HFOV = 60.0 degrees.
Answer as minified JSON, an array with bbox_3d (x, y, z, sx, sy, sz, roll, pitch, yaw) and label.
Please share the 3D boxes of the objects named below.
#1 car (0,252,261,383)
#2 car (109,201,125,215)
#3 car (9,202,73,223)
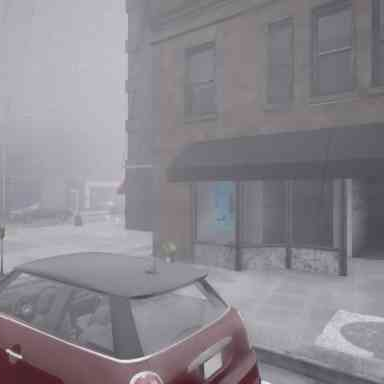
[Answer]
[{"bbox_3d":[-1.405,1.440,3.851,4.097,1.590,1.967,0,0,36],"label":"car"},{"bbox_3d":[-6.140,1.555,32.803,1.994,1.385,4.181,0,0,35],"label":"car"},{"bbox_3d":[-11.377,1.515,25.367,1.812,1.442,4.674,0,0,37],"label":"car"}]
